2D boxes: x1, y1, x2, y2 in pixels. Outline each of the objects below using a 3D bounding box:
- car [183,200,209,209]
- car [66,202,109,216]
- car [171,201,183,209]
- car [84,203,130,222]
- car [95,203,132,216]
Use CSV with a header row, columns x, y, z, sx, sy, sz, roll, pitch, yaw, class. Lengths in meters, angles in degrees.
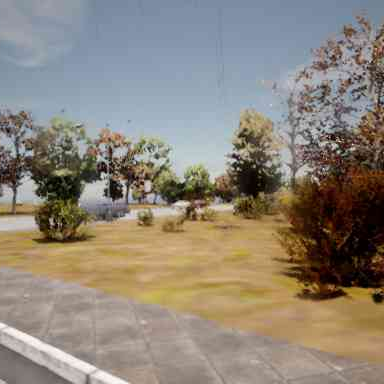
x,y,z,sx,sy,sz,roll,pitch,yaw,class
1.118,2.116,56.949,1.882,1.535,5.008,-2,-2,32,car
-12.860,2.094,41.370,1.882,1.535,5.008,-2,-1,32,car
-1.884,2.269,58.744,1.812,1.442,4.674,-2,-2,32,car
-7.852,1.812,29.198,1.994,1.385,4.181,-2,-1,32,car
-9.445,2.070,40.225,1.994,1.385,4.181,-2,-1,32,car
